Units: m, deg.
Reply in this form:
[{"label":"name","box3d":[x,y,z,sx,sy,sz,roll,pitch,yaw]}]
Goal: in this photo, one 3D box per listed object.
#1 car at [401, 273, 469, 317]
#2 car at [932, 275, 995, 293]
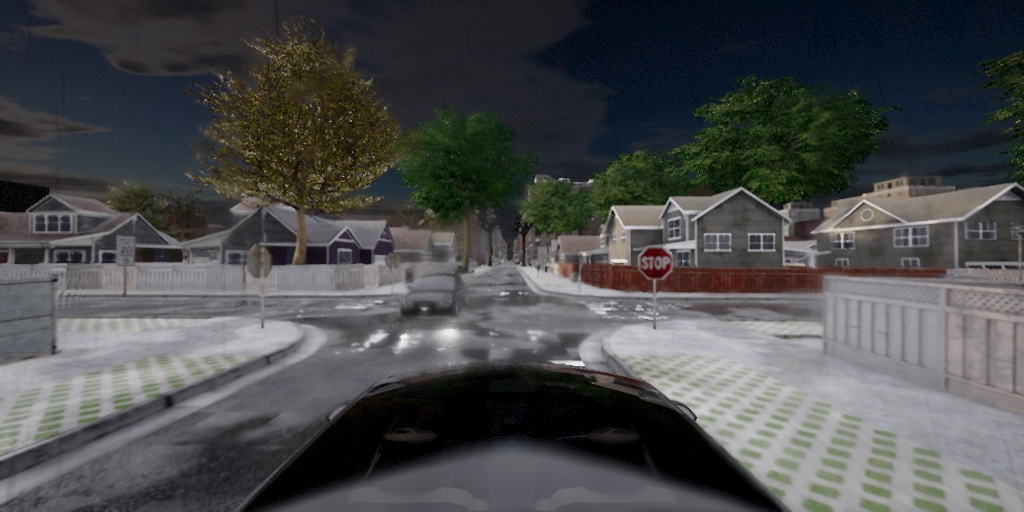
[{"label":"car","box3d":[-2.774,1.437,13.763,1.837,1.490,4.892,0,0,0]},{"label":"car","box3d":[19.978,1.580,16.115,4.181,1.385,1.994,0,-1,0]}]
